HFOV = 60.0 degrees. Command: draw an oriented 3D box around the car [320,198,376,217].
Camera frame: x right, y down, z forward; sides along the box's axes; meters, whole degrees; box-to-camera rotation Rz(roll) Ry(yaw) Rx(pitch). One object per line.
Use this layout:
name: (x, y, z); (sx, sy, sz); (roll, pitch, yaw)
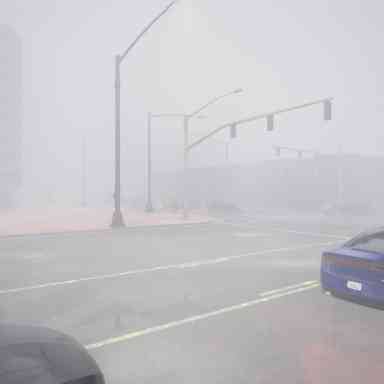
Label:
car: (14.293, 1.351, 30.672); (4.553, 1.767, 2.097); (0, -1, 3)

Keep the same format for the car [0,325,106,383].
car: (-2.881, 1.505, 1.699); (4.892, 1.490, 1.837); (0, 0, -35)

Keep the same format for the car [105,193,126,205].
car: (-14.033, 1.220, 61.100); (2.150, 2.045, 5.566); (0, 0, -37)

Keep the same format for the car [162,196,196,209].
car: (-2.035, 1.351, 44.192); (2.097, 1.767, 4.553); (0, 0, -35)

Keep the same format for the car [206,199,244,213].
car: (3.561, 1.490, 36.352); (2.128, 1.511, 4.902); (0, 0, -36)

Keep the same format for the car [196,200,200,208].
car: (-0.656, 1.524, 48.605); (1.812, 1.442, 4.674); (0, 0, -35)

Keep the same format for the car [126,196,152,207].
car: (-8.021, 1.490, 52.593); (2.128, 1.511, 4.902); (0, 0, -35)

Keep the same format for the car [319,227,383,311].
car: (4.851, 1.477, 7.208); (5.008, 1.535, 1.882); (0, 0, -35)

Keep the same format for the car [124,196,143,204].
car: (-11.225, 1.524, 63.434); (1.812, 1.442, 4.674); (0, 0, -36)
